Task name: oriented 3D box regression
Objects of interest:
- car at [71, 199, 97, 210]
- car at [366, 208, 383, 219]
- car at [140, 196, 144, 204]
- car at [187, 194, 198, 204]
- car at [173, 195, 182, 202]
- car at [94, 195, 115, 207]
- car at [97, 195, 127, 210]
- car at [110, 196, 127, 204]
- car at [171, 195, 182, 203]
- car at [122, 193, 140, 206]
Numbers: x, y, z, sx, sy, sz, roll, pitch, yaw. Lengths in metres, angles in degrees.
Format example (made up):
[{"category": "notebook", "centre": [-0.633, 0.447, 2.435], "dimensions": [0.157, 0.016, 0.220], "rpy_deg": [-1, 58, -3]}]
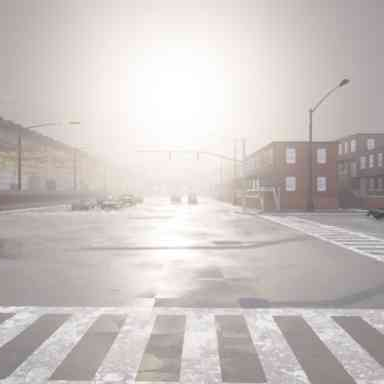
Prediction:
[{"category": "car", "centre": [-14.039, 1.601, 43.285], "dimensions": [1.895, 1.301, 4.718], "rpy_deg": [0, 0, 0]}, {"category": "car", "centre": [17.060, 1.547, 26.712], "dimensions": [5.357, 1.411, 2.033], "rpy_deg": [0, 0, 0]}, {"category": "car", "centre": [-10.475, 1.505, 64.927], "dimensions": [1.837, 1.490, 4.892], "rpy_deg": [0, 0, 1]}, {"category": "car", "centre": [0.141, 1.546, 65.089], "dimensions": [2.033, 1.411, 5.357], "rpy_deg": [0, 0, 1]}, {"category": "car", "centre": [-3.426, 1.478, 80.557], "dimensions": [1.882, 1.535, 5.008], "rpy_deg": [0, 0, 0]}, {"category": "car", "centre": [-14.016, 1.352, 53.371], "dimensions": [2.097, 1.767, 4.553], "rpy_deg": [0, 0, 0]}, {"category": "car", "centre": [-10.534, 1.547, 44.189], "dimensions": [2.033, 1.411, 5.357], "rpy_deg": [0, 0, 0]}, {"category": "car", "centre": [-13.980, 1.492, 63.434], "dimensions": [2.128, 1.511, 4.902], "rpy_deg": [0, 0, 0]}, {"category": "car", "centre": [-3.368, 1.353, 70.271], "dimensions": [2.097, 1.767, 4.553], "rpy_deg": [0, 0, 0]}, {"category": "car", "centre": [-10.516, 1.221, 54.473], "dimensions": [2.150, 2.045, 5.566], "rpy_deg": [0, 0, 0]}]
